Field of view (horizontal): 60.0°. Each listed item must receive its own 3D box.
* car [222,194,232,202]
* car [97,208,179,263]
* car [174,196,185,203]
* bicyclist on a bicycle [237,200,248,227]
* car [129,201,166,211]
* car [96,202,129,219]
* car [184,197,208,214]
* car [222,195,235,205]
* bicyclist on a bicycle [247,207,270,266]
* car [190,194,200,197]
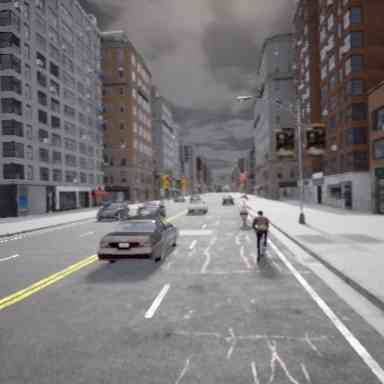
[{"bbox_3d":[7.609,1.254,71.620,2.033,1.411,5.357,-2,0,6],"label":"car"},{"bbox_3d":[-1.713,1.580,12.155,2.033,1.411,5.357,-2,0,6],"label":"car"},{"bbox_3d":[-2.470,1.545,68.922,1.994,1.385,4.181,-2,0,6],"label":"car"},{"bbox_3d":[3.245,1.322,20.679,0.866,1.612,1.509,-2,0,6],"label":"bicyclist on a bicycle"},{"bbox_3d":[-3.448,1.552,28.789,2.128,1.511,4.902,-2,0,6],"label":"car"},{"bbox_3d":[-6.710,1.656,28.848,1.837,1.490,4.892,-2,0,6],"label":"car"},{"bbox_3d":[0.703,1.540,35.475,1.895,1.301,4.718,-2,0,6],"label":"car"},{"bbox_3d":[5.770,1.305,53.107,1.812,1.442,4.674,-2,0,6],"label":"car"},{"bbox_3d":[2.155,1.380,10.296,0.582,1.620,1.656,-2,0,6],"label":"bicyclist on a bicycle"},{"bbox_3d":[0.675,1.242,67.808,2.097,1.767,4.553,-2,0,6],"label":"car"}]
